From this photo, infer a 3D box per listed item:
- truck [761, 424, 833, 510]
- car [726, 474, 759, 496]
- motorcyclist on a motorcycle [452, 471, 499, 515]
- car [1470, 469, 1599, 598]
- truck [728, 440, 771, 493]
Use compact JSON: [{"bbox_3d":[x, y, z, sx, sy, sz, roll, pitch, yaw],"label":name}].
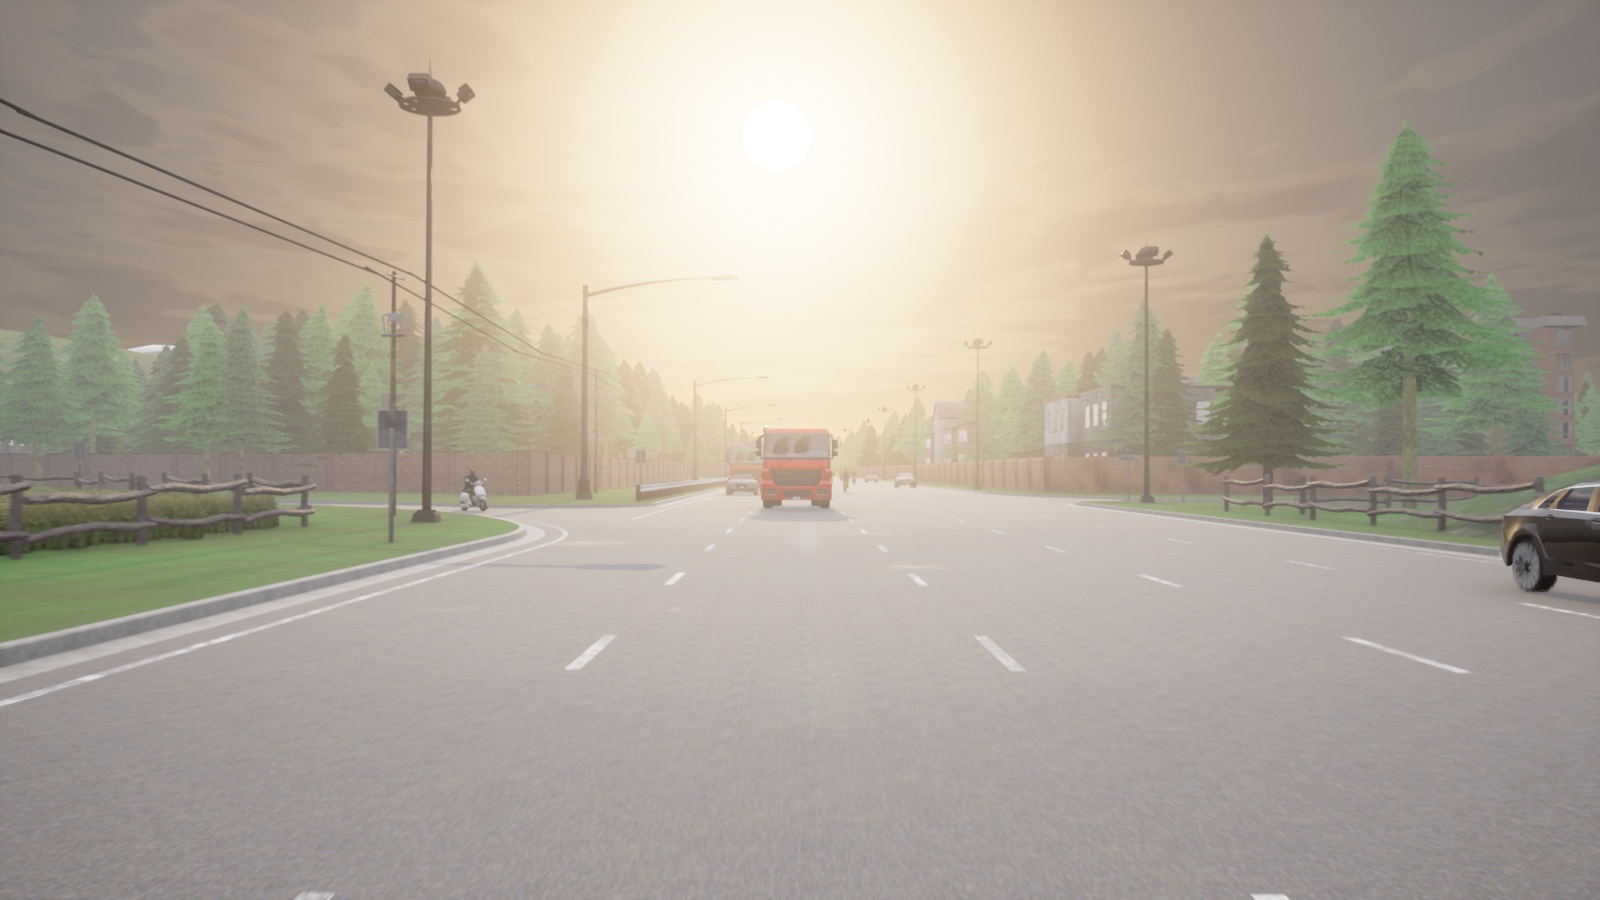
[{"bbox_3d":[-0.138,0.753,54.786,2.891,3.462,7.936,0,-1,0],"label":"truck"},{"bbox_3d":[-3.700,2.267,81.803,1.994,1.385,4.181,0,-1,0],"label":"car"},{"bbox_3d":[-12.189,1.606,47.088,1.817,1.590,0.866,-4,-3,45],"label":"motorcyclist on a motorcycle"},{"bbox_3d":[10.462,0.983,15.128,2.128,1.511,4.902,0,-1,0],"label":"car"},{"bbox_3d":[-3.737,1.256,94.736,2.891,3.827,8.468,0,-1,0],"label":"truck"}]
